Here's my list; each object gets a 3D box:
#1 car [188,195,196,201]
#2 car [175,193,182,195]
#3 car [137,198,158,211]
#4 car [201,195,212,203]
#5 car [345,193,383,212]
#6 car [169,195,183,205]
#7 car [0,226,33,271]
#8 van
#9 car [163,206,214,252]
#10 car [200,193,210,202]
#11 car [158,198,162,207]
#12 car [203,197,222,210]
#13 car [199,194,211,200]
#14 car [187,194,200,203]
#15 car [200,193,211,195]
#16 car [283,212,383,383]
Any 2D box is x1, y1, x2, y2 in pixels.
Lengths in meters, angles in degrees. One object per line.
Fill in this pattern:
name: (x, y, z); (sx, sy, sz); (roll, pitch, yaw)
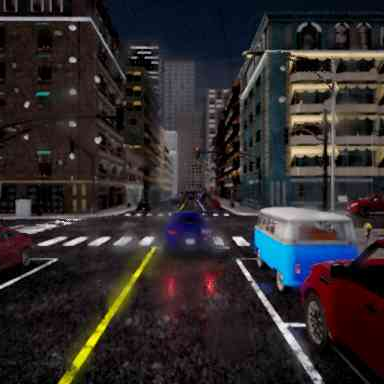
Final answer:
car: (0.034, 1.356, 80.507); (1.812, 1.442, 4.674); (0, 0, 0)
car: (-2.968, 0.967, 74.704); (2.097, 1.767, 4.553); (0, 0, 0)
car: (-5.680, 1.555, 41.059); (1.947, 1.339, 4.313); (0, 0, 0)
car: (2.703, 1.555, 46.567); (1.947, 1.339, 4.313); (0, 0, 0)
car: (15.771, 1.022, 28.177); (5.009, 1.841, 2.192); (-1, 1, 0)
car: (-3.025, 1.593, 58.883); (1.895, 1.301, 4.718); (0, 0, 1)
car: (-5.693, 1.578, 8.654); (1.802, 1.307, 4.206); (0, 0, 0)
van: (2.686, 1.337, 8.649); (1.690, 1.788, 3.998); (0, 0, 0)
car: (-0.208, 1.519, 13.697); (1.812, 1.442, 4.674); (0, 0, -4)
car: (3.140, 1.219, 78.642); (2.150, 2.045, 5.566); (0, 0, 0)
car: (-5.675, 1.556, 52.107); (1.947, 1.339, 4.313); (0, 0, 0)
car: (2.701, 1.571, 41.044); (1.802, 1.307, 4.206); (0, 0, 0)
car: (2.708, 1.536, 57.614); (1.887, 1.381, 4.507); (0, 0, 0)
car: (0.029, 1.515, 71.334); (2.128, 1.511, 4.902); (0, 0, 0)
car: (3.137, 1.224, 71.641); (2.150, 2.045, 5.566); (0, 0, 0)
car: (2.683, 1.314, 3.122); (2.192, 1.841, 5.009); (0, 0, 0)
